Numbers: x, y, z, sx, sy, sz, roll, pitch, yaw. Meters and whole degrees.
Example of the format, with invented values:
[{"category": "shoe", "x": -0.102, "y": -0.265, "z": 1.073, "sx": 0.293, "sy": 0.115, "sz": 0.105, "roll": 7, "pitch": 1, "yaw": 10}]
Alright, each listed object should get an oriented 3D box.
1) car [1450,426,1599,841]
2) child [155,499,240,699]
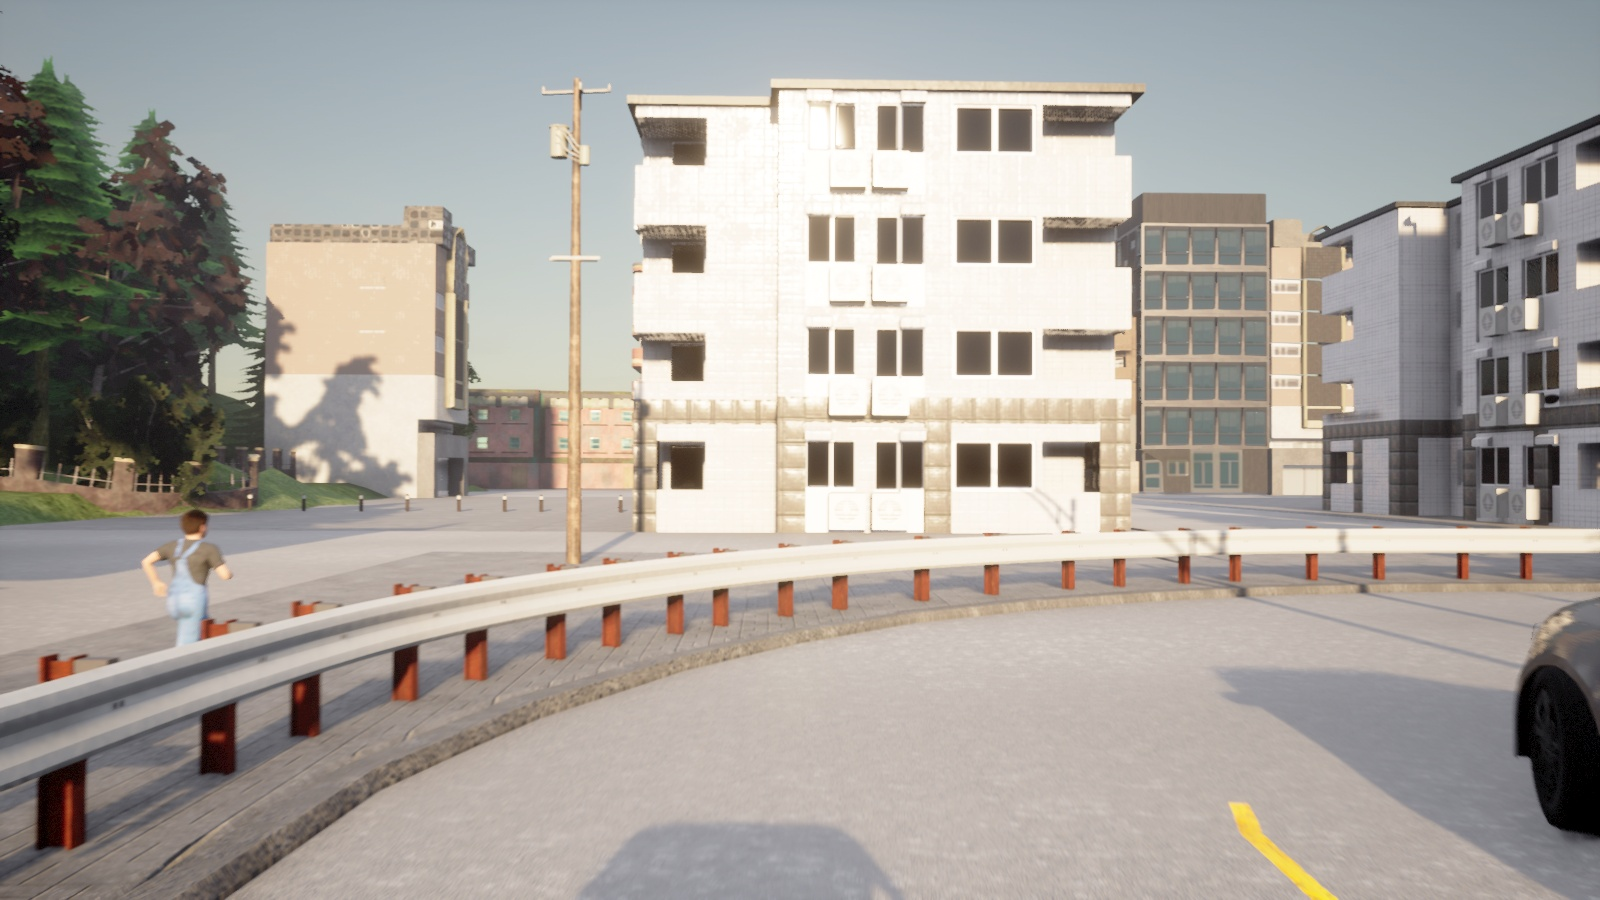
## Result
[{"category": "car", "x": 4.216, "y": 0.712, "z": 4.076, "sx": 2.242, "sy": 1.667, "sz": 4.611, "roll": -1, "pitch": -1, "yaw": 7}, {"category": "child", "x": -3.957, "y": 0.957, "z": 8.259, "sx": 0.270, "sy": 1.263, "sz": 0.437, "roll": -1, "pitch": -1, "yaw": 17}]
